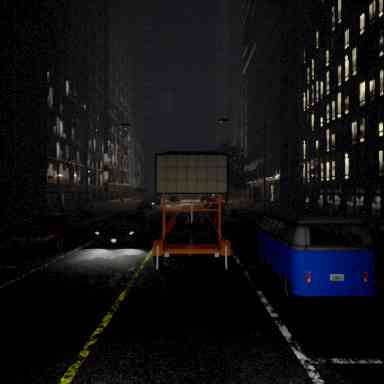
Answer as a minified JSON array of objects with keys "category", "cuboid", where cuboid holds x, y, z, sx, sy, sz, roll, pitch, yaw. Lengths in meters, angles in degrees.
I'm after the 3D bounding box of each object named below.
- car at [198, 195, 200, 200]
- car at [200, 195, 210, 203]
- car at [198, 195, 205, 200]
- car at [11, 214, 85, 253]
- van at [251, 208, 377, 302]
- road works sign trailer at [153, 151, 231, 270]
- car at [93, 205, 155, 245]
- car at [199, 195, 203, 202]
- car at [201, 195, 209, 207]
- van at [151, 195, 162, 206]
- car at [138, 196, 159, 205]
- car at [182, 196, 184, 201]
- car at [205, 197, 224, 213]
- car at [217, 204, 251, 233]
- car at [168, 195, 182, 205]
[{"category":"car","cuboid":[2.654,1.410,64.928,1.967,1.590,4.097,0,0,0]},{"category":"car","cuboid":[2.650,1.401,70.620,1.967,1.590,4.097,0,0,0]},{"category":"car","cuboid":[2.638,1.462,93.390,1.887,1.381,4.507,0,0,0]},{"category":"car","cuboid":[-5.699,1.581,13.693,1.802,1.307,4.206,0,0,0]},{"category":"van","cuboid":[2.686,1.341,8.004,1.690,1.788,3.998,0,0,0]},{"category":"road works sign trailer","cuboid":[-0.006,0.464,11.021,2.380,3.560,2.880,0,0,0]},{"category":"car","cuboid":[-3.111,1.547,15.872,2.033,1.411,5.357,0,0,0]},{"category":"car","cuboid":[2.660,1.538,53.543,2.008,1.369,4.403,0,0,0]},{"category":"car","cuboid":[2.663,1.544,47.850,2.008,1.369,4.403,0,0,0]},{"category":"van","cuboid":[-5.721,1.328,53.542,1.690,1.788,3.998,0,0,0]},{"category":"car","cuboid":[-5.715,1.548,42.157,2.008,1.369,4.403,0,0,0]},{"category":"car","cuboid":[-3.048,1.467,82.088,1.812,1.442,4.674,0,0,0]},{"category":"car","cuboid":[2.669,1.581,36.466,1.802,1.307,4.206,0,0,0]},{"category":"car","cuboid":[2.679,1.581,19.388,1.802,1.307,4.206,0,0,0]},{"category":"car","cuboid":[-3.119,1.486,56.920,1.837,1.490,4.892,0,1,0]}]
